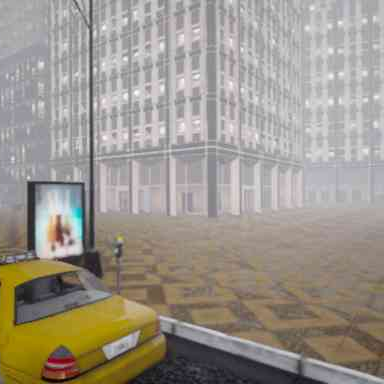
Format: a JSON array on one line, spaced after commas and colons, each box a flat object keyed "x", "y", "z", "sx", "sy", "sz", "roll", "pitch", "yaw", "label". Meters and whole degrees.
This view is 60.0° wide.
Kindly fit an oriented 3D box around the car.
[{"x": -2.594, "y": 1.528, "z": 4.735, "sx": 4.829, "sy": 1.417, "sz": 1.752, "roll": 0, "pitch": 0, "yaw": 36, "label": "car"}]
